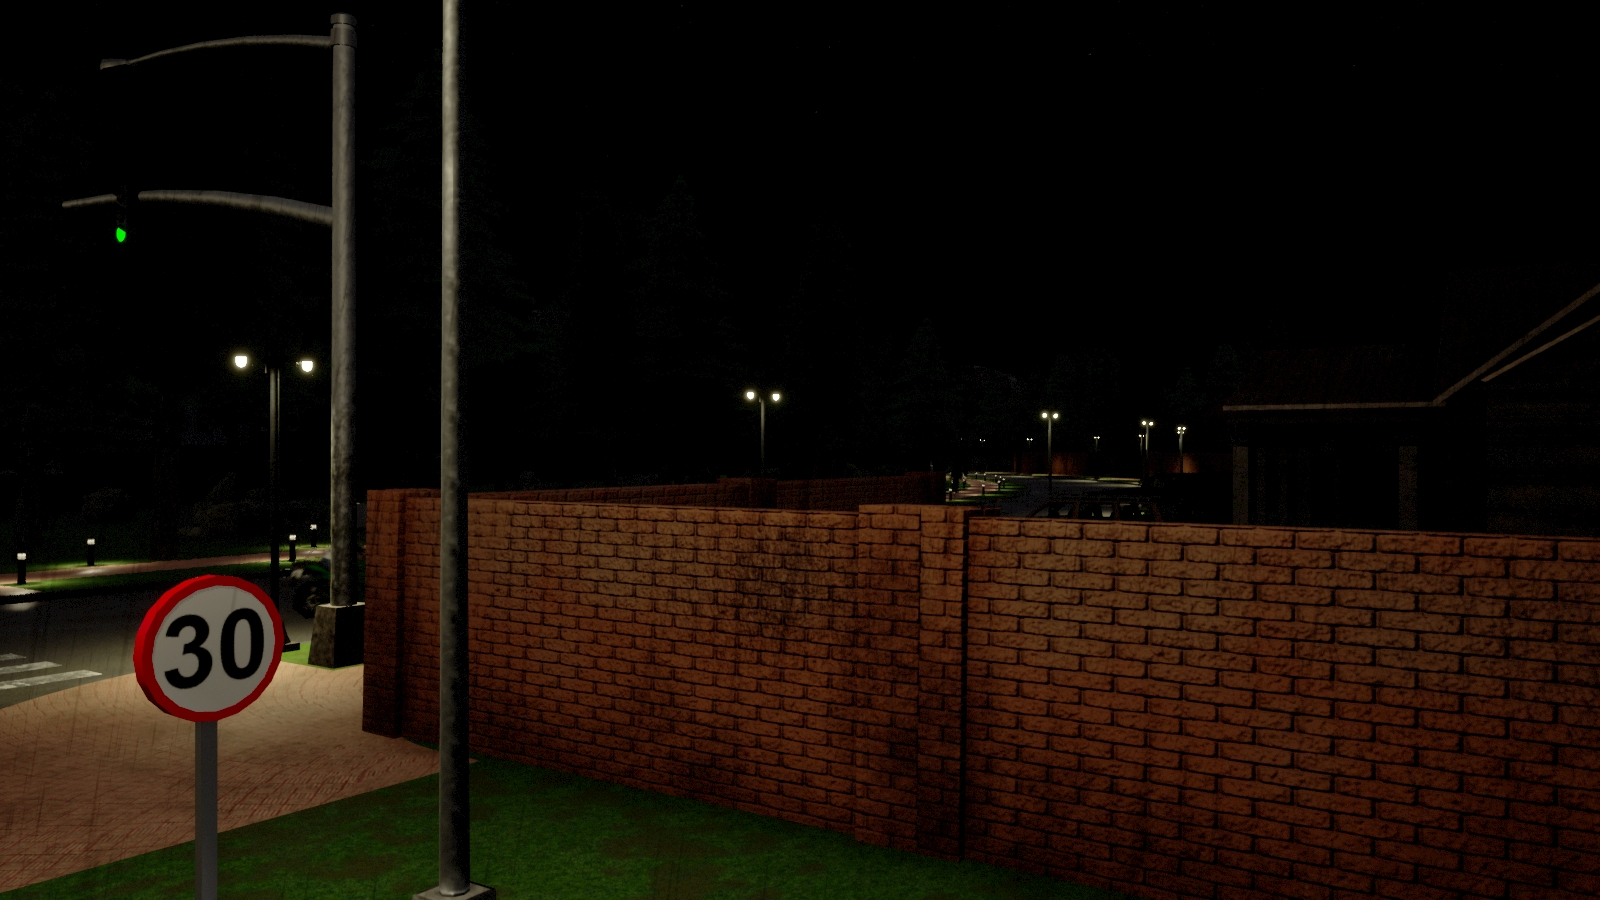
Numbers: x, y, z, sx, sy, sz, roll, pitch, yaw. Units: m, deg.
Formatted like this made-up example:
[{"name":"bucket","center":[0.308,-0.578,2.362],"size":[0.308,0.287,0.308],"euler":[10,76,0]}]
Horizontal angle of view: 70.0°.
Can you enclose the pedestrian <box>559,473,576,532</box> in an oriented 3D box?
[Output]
[{"name":"pedestrian","center":[-7.407,1.665,36.376],"size":[0.375,1.860,0.375],"euler":[0,0,31]}]

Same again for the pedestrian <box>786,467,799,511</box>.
[{"name":"pedestrian","center":[-0.316,1.662,48.416],"size":[0.375,1.860,0.375],"euler":[0,0,32]}]
